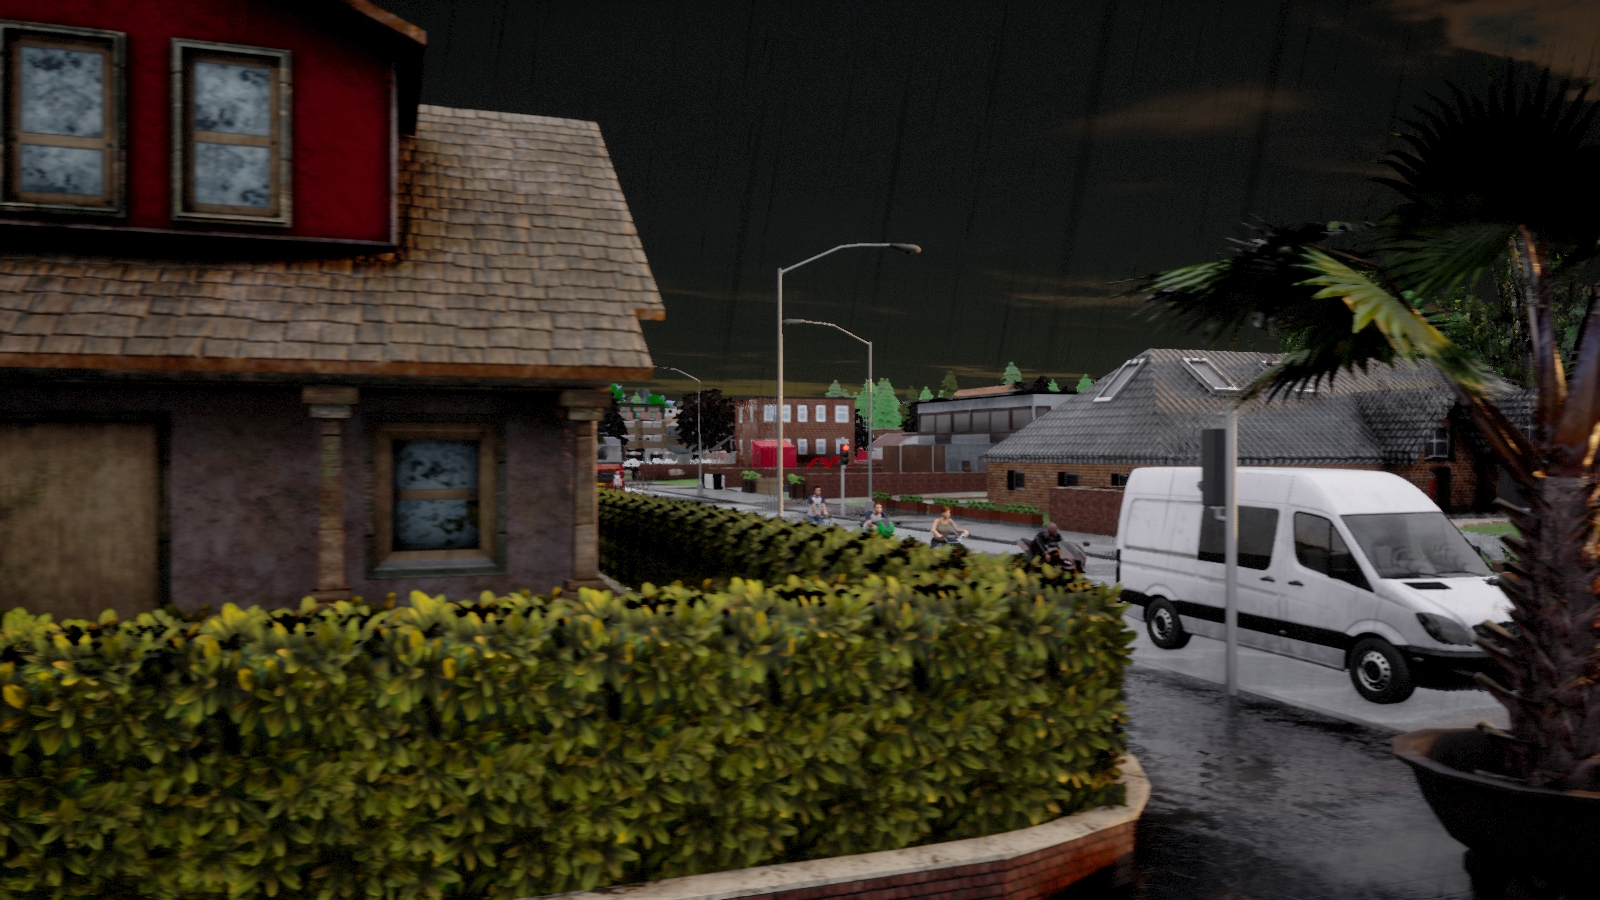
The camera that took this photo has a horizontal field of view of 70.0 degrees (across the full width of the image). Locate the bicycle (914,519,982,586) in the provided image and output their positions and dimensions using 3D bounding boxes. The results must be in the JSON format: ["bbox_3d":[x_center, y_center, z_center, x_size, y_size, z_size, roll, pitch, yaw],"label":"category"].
[{"bbox_3d":[3.126,2.149,24.245,0.859,1.276,1.487,0,0,-19],"label":"bicycle"}]

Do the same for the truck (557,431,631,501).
[{"bbox_3d":[-12.241,0.882,67.167,2.891,3.827,8.468,0,0,-20],"label":"truck"}]

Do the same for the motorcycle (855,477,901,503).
[{"bbox_3d":[4.157,2.137,60.935,2.356,1.307,0.764,0,0,-20],"label":"motorcycle"}]

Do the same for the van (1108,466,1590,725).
[{"bbox_3d":[6.592,1.526,14.784,1.988,2.561,5.915,0,0,-20],"label":"van"}]
